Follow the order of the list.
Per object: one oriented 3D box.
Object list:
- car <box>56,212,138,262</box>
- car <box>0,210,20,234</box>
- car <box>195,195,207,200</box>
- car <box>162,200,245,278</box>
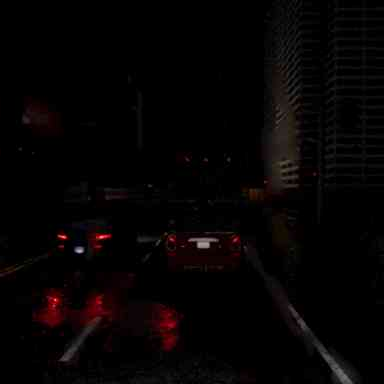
[{"bbox_3d":[-3.133,1.434,11.673,1.812,1.442,4.674,0,0,1],"label":"car"},{"bbox_3d":[-10.149,1.397,15.349,2.033,1.411,5.357,0,0,2],"label":"car"},{"bbox_3d":[1.527,1.240,57.066,1.895,1.301,4.718,0,0,1],"label":"car"},{"bbox_3d":[0.330,1.287,10.162,2.097,1.767,4.553,0,0,1],"label":"car"}]
